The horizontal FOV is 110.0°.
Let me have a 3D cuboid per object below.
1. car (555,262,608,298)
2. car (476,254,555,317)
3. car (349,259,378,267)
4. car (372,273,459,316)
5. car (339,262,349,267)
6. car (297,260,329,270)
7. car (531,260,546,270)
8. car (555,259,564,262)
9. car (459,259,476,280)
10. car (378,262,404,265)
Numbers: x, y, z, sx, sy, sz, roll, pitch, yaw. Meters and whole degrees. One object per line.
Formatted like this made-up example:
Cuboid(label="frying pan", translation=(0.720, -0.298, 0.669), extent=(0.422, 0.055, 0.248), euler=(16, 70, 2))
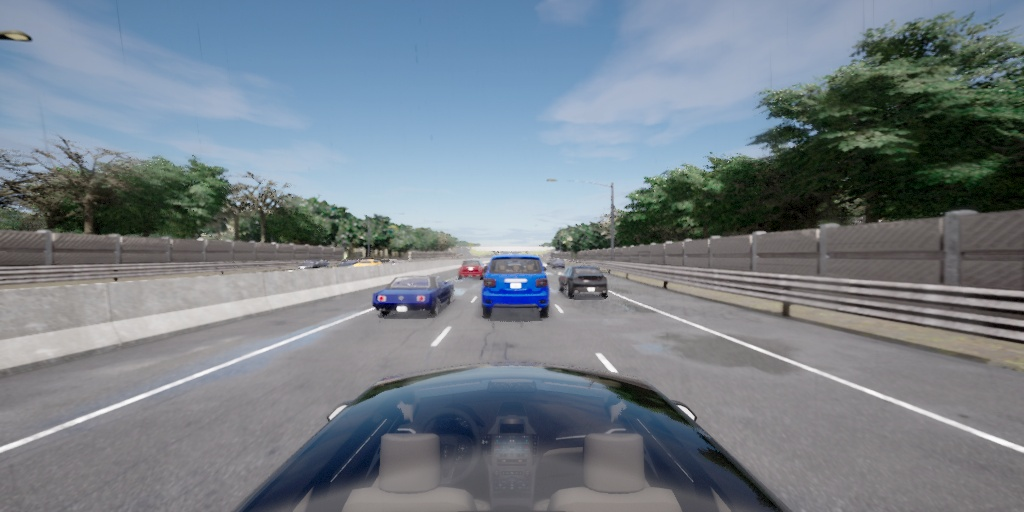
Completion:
Cuboid(label="car", translation=(3.533, 1.233, 18.360), extent=(1.837, 1.490, 4.892), euler=(0, 0, 0))
Cuboid(label="car", translation=(0.118, 0.960, 13.193), extent=(2.150, 2.045, 5.566), euler=(0, 0, 0))
Cuboid(label="car", translation=(-17.396, 1.191, 43.469), extent=(1.882, 1.535, 5.008), euler=(0, 0, 1))
Cuboid(label="car", translation=(-3.381, 1.338, 13.284), extent=(1.895, 1.301, 4.718), euler=(0, 0, 0))
Cuboid(label="car", translation=(-20.858, 1.278, 46.764), extent=(1.994, 1.385, 4.181), euler=(0, 0, 1))
Cuboid(label="car", translation=(-23.668, 1.204, 42.832), extent=(2.128, 1.511, 4.902), euler=(0, 0, -3))
Cuboid(label="car", translation=(3.761, 1.319, 51.124), extent=(1.895, 1.301, 4.718), euler=(0, 0, 1))
Cuboid(label="car", translation=(7.180, 1.272, 55.088), extent=(2.033, 1.411, 5.357), euler=(0, 0, 3))
Cuboid(label="car", translation=(-3.302, 1.073, 30.954), extent=(2.097, 1.767, 4.553), euler=(0, 0, 0))
Cuboid(label="car", translation=(-13.905, 1.315, 42.919), extent=(1.895, 1.301, 4.718), euler=(0, 0, 1))
